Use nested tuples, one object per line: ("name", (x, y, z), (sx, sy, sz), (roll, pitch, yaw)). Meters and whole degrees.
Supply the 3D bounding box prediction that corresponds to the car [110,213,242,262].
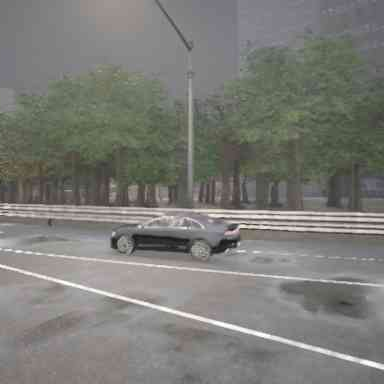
("car", (-0.659, 1.514, 12.006), (4.902, 1.511, 2.128), (0, 0, 23))
